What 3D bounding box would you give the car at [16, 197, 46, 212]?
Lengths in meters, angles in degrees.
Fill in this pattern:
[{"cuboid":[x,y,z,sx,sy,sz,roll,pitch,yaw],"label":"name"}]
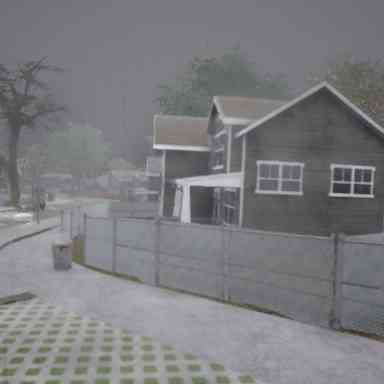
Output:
[{"cuboid":[-17.628,1.359,36.644,2.128,1.511,4.902,2,0,-8],"label":"car"}]
